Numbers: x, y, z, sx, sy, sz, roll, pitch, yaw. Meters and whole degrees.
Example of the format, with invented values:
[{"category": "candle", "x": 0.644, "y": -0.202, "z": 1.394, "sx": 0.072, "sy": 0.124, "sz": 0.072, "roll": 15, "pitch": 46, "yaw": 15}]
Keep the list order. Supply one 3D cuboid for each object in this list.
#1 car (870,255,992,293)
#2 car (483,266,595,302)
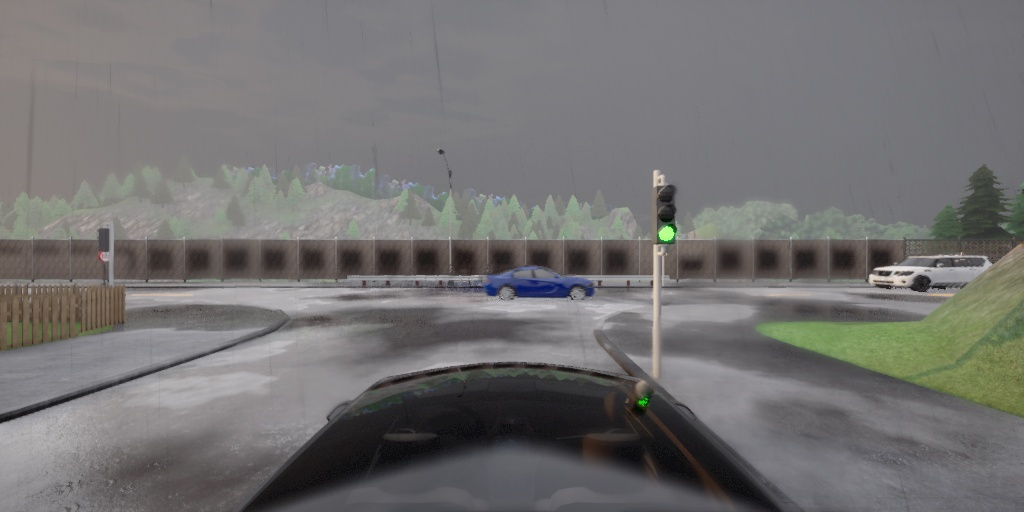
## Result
[{"category": "car", "x": 23.856, "y": 0.971, "z": 20.401, "sx": 5.566, "sy": 2.045, "sz": 2.150, "roll": 0, "pitch": 0, "yaw": 0}, {"category": "car", "x": 1.210, "y": 1.227, "z": 16.304, "sx": 5.008, "sy": 1.535, "sz": 1.882, "roll": 0, "pitch": 0, "yaw": 0}]
